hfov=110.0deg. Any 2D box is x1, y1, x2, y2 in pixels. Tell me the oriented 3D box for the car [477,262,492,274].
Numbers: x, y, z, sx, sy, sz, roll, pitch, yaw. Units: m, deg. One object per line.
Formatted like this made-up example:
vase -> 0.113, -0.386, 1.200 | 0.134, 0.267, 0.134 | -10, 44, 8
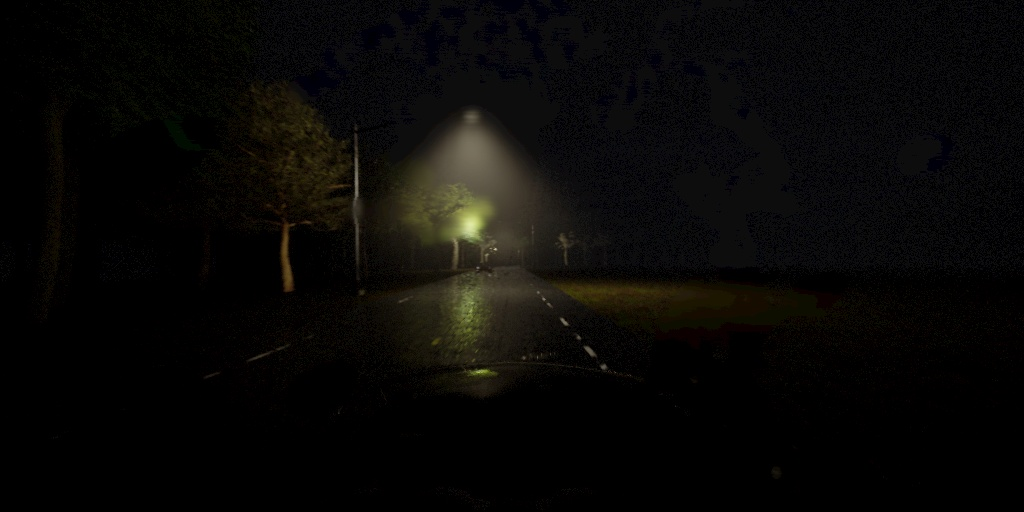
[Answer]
car -> -4.001, 1.622, 52.550 | 2.097, 1.767, 4.553 | -1, -1, -1
